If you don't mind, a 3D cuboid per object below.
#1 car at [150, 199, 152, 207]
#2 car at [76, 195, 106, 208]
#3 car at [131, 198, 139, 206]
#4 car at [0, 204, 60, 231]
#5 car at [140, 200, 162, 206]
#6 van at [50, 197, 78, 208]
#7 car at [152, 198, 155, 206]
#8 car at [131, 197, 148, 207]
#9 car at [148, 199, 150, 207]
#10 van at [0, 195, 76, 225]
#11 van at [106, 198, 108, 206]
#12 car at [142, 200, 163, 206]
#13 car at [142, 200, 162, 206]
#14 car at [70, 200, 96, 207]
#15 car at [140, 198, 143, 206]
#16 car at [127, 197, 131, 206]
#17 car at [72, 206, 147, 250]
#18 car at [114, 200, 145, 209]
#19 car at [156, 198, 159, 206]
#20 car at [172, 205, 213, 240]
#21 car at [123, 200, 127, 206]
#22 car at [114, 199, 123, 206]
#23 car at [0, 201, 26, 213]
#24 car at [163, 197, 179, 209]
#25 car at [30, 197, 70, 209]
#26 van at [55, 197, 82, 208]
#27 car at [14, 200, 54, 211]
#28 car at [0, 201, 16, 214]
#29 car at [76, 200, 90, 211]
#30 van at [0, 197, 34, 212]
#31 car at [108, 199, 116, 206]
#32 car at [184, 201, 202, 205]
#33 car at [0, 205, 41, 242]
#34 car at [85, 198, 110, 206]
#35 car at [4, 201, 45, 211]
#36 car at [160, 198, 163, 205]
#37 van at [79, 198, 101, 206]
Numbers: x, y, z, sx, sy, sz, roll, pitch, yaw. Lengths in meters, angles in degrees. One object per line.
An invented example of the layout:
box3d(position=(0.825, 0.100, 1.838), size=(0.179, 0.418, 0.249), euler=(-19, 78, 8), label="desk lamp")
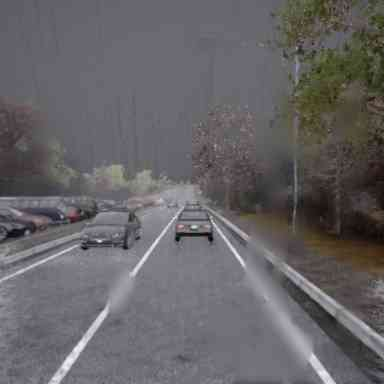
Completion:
box3d(position=(-10.278, 2.206, 60.385), size=(4.792, 1.488, 2.163), euler=(0, -1, 0), label="car")
box3d(position=(-10.347, 1.309, 27.082), size=(5.566, 2.045, 2.435), euler=(0, -1, 0), label="car")
box3d(position=(-10.128, 1.866, 43.731), size=(5.366, 1.575, 1.946), euler=(0, -1, 0), label="car")
box3d(position=(-10.325, 1.565, 18.768), size=(4.674, 1.452, 2.002), euler=(0, 0, 0), label="car")
box3d(position=(-10.114, 2.669, 82.579), size=(5.366, 1.575, 1.946), euler=(0, -2, 0), label="car")
box3d(position=(-23.270, 1.951, 60.473), size=(4.442, 1.987, 1.878), euler=(0, -1, 0), label="van")
box3d(position=(-10.335, 2.309, 65.937), size=(4.792, 1.488, 2.163), euler=(0, -1, 0), label="car")
box3d(position=(-10.125, 2.020, 52.058), size=(5.366, 1.575, 1.946), euler=(0, -1, 0), label="car")
box3d(position=(-10.279, 2.155, 57.609), size=(4.792, 1.488, 2.163), euler=(0, -1, 0), label="car")
box3d(position=(-10.204, 1.306, 21.545), size=(4.442, 1.987, 1.878), euler=(0, 0, 0), label="van")
box3d(position=(-10.201, 1.386, 29.857), size=(4.442, 1.987, 1.878), euler=(0, -1, 0), label="van")
box3d(position=(-10.483, 2.820, 88.129), size=(5.366, 1.575, 1.946), euler=(0, -2, 0), label="car")
box3d(position=(-10.305, 2.749, 85.354), size=(4.892, 1.521, 2.231), euler=(0, -2, 0), label="car")
box3d(position=(-23.412, 2.420, 71.544), size=(4.792, 1.488, 2.163), euler=(0, -1, 0), label="car")
box3d(position=(-10.318, 1.972, 49.283), size=(4.892, 1.521, 2.231), euler=(0, -1, 0), label="car")
box3d(position=(-10.283, 1.692, 40.958), size=(4.553, 1.767, 2.185), euler=(0, -1, 0), label="car")
box3d(position=(-3.353, 1.543, 14.492), size=(1.837, 1.490, 4.892), euler=(0, 0, 0), label="car")
box3d(position=(-10.280, 2.104, 54.833), size=(4.792, 1.488, 2.163), euler=(0, -1, 0), label="car")
box3d(position=(-10.297, 2.392, 71.489), size=(4.892, 1.521, 2.231), euler=(0, -1, 0), label="car")
box3d(position=(0.097, 1.602, 17.160), size=(2.033, 1.411, 5.357), euler=(0, 0, 0), label="car")
box3d(position=(-10.284, 1.640, 38.182), size=(4.553, 1.767, 2.185), euler=(0, -1, 0), label="car")
box3d(position=(-10.311, 1.714, 35.404), size=(5.008, 1.535, 2.097), euler=(0, -1, 0), label="car")
box3d(position=(-23.392, 1.858, 41.080), size=(4.674, 1.452, 2.002), euler=(0, -1, 0), label="car")
box3d(position=(-3.348, 2.116, 57.353), size=(2.128, 1.511, 4.902), euler=(0, -1, 0), label="car")
box3d(position=(-23.361, 1.823, 54.935), size=(5.566, 2.045, 2.435), euler=(0, -1, 0), label="car")
box3d(position=(-23.502, 2.002, 63.243), size=(4.442, 1.987, 1.878), euler=(0, -1, 0), label="van")
box3d(position=(-23.385, 1.972, 49.389), size=(5.008, 1.535, 2.097), euler=(0, -1, 0), label="car")
box3d(position=(-23.389, 1.767, 38.311), size=(5.008, 1.535, 2.097), euler=(0, -1, 0), label="car")
box3d(position=(-10.349, 1.568, 24.326), size=(4.792, 1.488, 2.163), euler=(0, -1, 0), label="car")
box3d(position=(-23.510, 1.641, 43.729), size=(4.442, 1.987, 1.878), euler=(0, -1, 0), label="van")
box3d(position=(-10.320, 1.703, 32.628), size=(4.674, 1.452, 2.002), euler=(0, -1, 0), label="car")
box3d(position=(0.080, 1.761, 37.581), size=(2.128, 1.511, 4.902), euler=(0, -1, 0), label="car")
box3d(position=(-10.293, 1.548, 15.991), size=(4.792, 1.488, 2.163), euler=(0, 0, 0), label="car")
box3d(position=(-23.408, 2.421, 82.622), size=(5.566, 2.045, 2.435), euler=(0, -2, 0), label="car")
box3d(position=(-23.395, 1.958, 46.494), size=(4.674, 1.452, 2.002), euler=(0, -1, 0), label="car")
box3d(position=(-10.116, 2.518, 76.908), size=(5.366, 1.575, 1.946), euler=(0, -2, 0), label="car")
box3d(position=(-23.498, 2.295, 76.959), size=(4.442, 1.987, 1.878), euler=(0, -1, 0), label="van")
